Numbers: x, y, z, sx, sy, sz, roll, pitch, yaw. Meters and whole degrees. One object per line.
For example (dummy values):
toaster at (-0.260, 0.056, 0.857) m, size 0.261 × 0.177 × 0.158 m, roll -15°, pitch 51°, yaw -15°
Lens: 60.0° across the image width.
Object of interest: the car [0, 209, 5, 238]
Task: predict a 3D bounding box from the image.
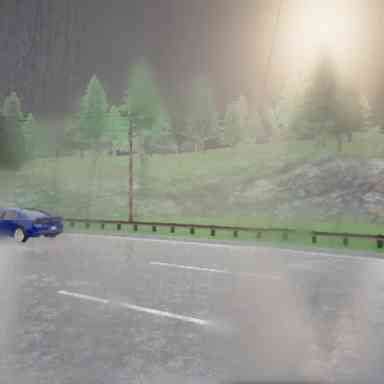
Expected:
car at (-9.859, 1.482, 12.708) m, size 5.008 × 1.535 × 1.882 m, roll 0°, pitch 0°, yaw 22°

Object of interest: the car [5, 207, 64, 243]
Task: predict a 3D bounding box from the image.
car at (-8.525, 1.482, 15.944) m, size 5.008 × 1.535 × 1.882 m, roll 0°, pitch 0°, yaw 22°
